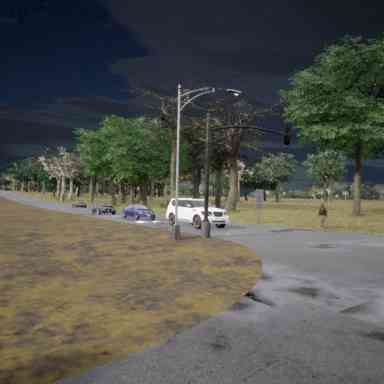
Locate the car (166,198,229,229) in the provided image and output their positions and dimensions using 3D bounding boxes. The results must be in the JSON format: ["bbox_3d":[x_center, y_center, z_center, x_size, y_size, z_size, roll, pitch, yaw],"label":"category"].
[{"bbox_3d":[0.232,1.458,23.755,2.150,2.045,5.566,3,-2,-34],"label":"car"}]

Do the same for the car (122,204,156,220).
[{"bbox_3d":[-5.209,1.882,31.922,1.812,1.442,4.674,3,-2,-34],"label":"car"}]

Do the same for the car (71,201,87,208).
[{"bbox_3d":[-21.372,2.308,62.784,1.994,1.385,4.181,3,-2,-34],"label":"car"}]

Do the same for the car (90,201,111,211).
[{"bbox_3d":[-14.423,2.235,52.367,1.994,1.385,4.181,3,-2,-34],"label":"car"}]

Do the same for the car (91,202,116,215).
[{"bbox_3d":[-10.780,2.012,40.254,1.994,1.385,4.181,3,-2,-34],"label":"car"}]

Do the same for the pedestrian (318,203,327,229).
[{"bbox_3d":[9.312,1.717,23.832,0.375,1.860,0.375,1,-1,-34],"label":"pedestrian"}]
